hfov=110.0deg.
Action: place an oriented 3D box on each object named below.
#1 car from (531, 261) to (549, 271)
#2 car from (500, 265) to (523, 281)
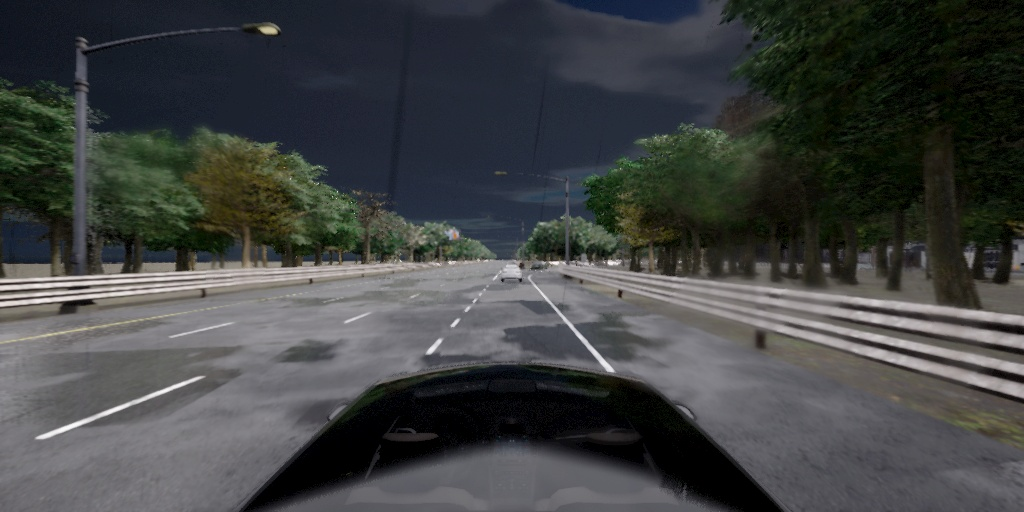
[{"bbox_3d":[4.947,1.621,62.755,2.097,1.767,4.553,0,0,20],"label":"car"},{"bbox_3d":[-0.012,1.560,33.158,1.812,1.442,4.674,0,-1,1],"label":"car"}]
